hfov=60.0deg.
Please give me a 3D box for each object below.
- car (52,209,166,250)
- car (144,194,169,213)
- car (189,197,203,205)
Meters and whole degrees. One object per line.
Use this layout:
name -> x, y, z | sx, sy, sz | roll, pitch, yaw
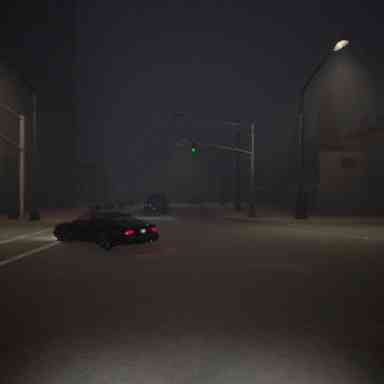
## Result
car -> -3.876, 1.566, 14.413 | 5.357, 1.411, 2.033 | 0, 0, 38
car -> -3.601, 1.217, 34.486 | 2.150, 2.045, 5.566 | 0, 0, 0
car -> 0.722, 1.534, 59.458 | 1.812, 1.442, 4.674 | 0, 0, 12
